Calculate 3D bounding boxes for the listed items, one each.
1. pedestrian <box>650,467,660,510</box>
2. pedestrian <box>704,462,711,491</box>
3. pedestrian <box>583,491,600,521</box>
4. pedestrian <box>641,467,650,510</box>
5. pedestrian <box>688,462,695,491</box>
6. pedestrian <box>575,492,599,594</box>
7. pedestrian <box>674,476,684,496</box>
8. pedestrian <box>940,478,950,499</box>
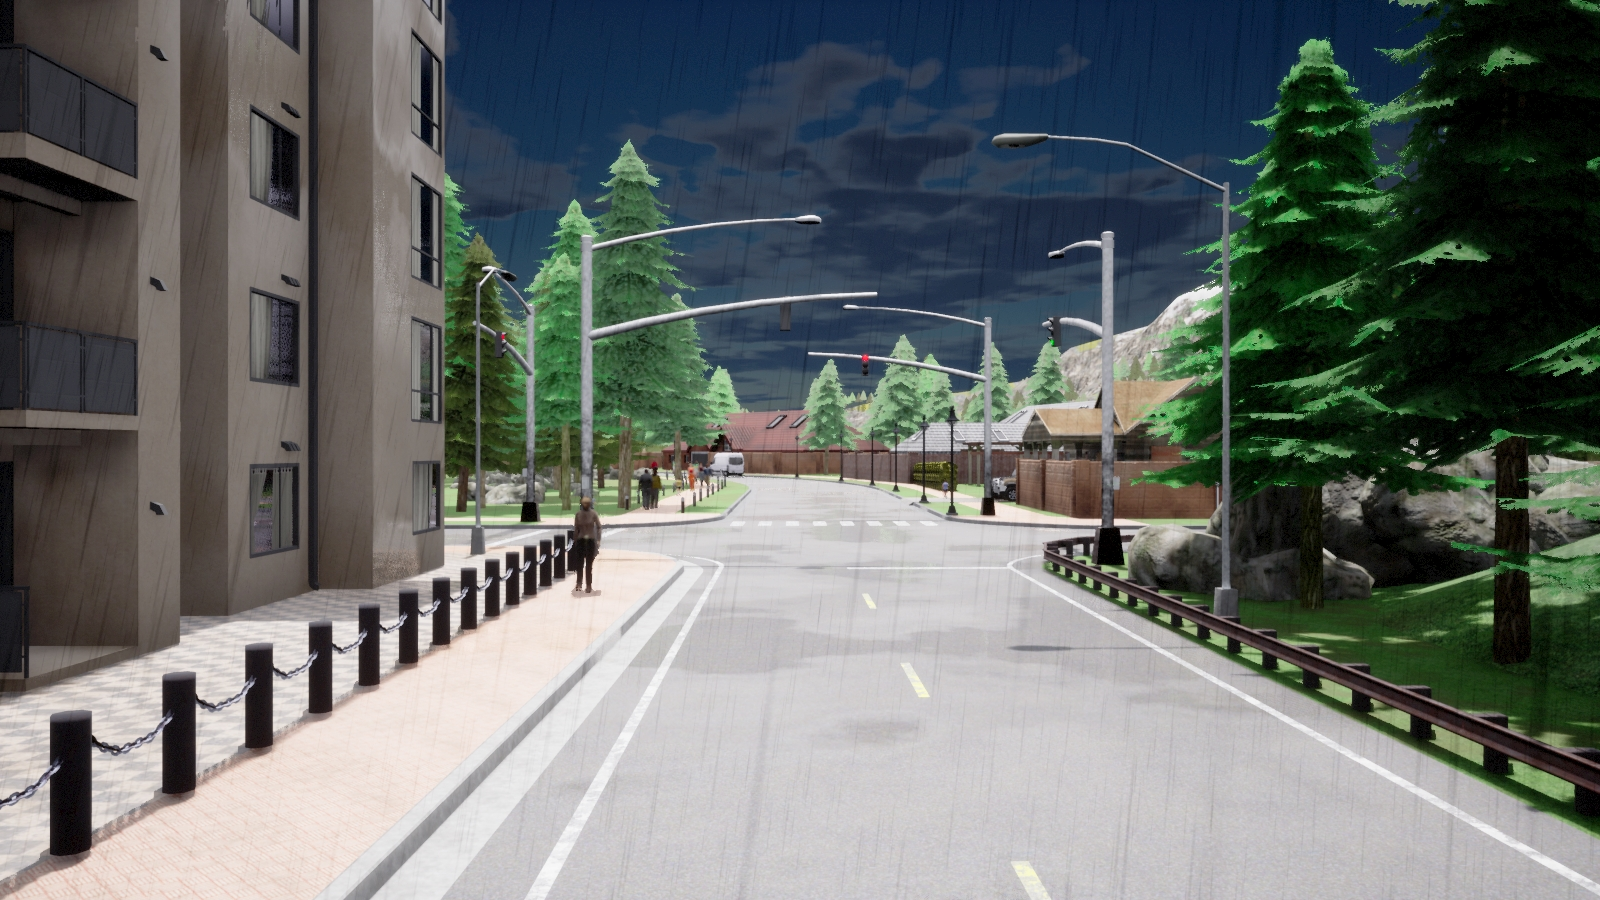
[{"bbox_3d":[-6.417,1.694,50.609,0.375,1.860,0.375,0,0,-20],"label":"pedestrian"},{"bbox_3d":[-5.988,1.708,73.892,0.375,1.860,0.375,0,0,7],"label":"pedestrian"},{"bbox_3d":[-7.744,2.084,42.457,0.500,1.100,0.500,0,0,8],"label":"pedestrian"},{"bbox_3d":[-6.720,1.695,49.790,0.375,1.860,0.375,0,0,-4],"label":"pedestrian"},{"bbox_3d":[-7.005,1.708,73.939,0.375,1.860,0.375,0,0,3],"label":"pedestrian"},{"bbox_3d":[-3.936,1.708,21.095,0.375,1.860,0.375,0,0,-1],"label":"pedestrian"},{"bbox_3d":[-7.040,2.084,66.380,0.500,1.100,0.500,0,0,4],"label":"pedestrian"},{"bbox_3d":[7.882,2.086,62.081,0.500,1.100,0.500,0,0,-3],"label":"pedestrian"}]
